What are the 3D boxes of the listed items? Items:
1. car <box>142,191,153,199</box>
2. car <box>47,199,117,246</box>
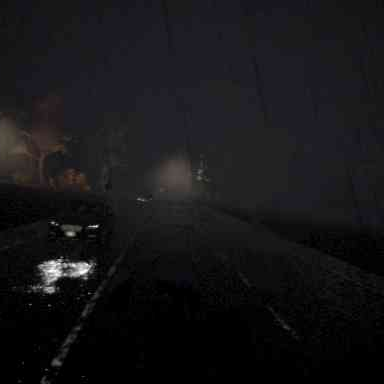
[{"bbox_3d":[-8.875,0.526,67.429,1.812,1.442,4.674,5,0,-5],"label":"car"},{"bbox_3d":[-4.146,1.070,13.252,2.128,1.511,4.902,5,0,-5],"label":"car"}]
